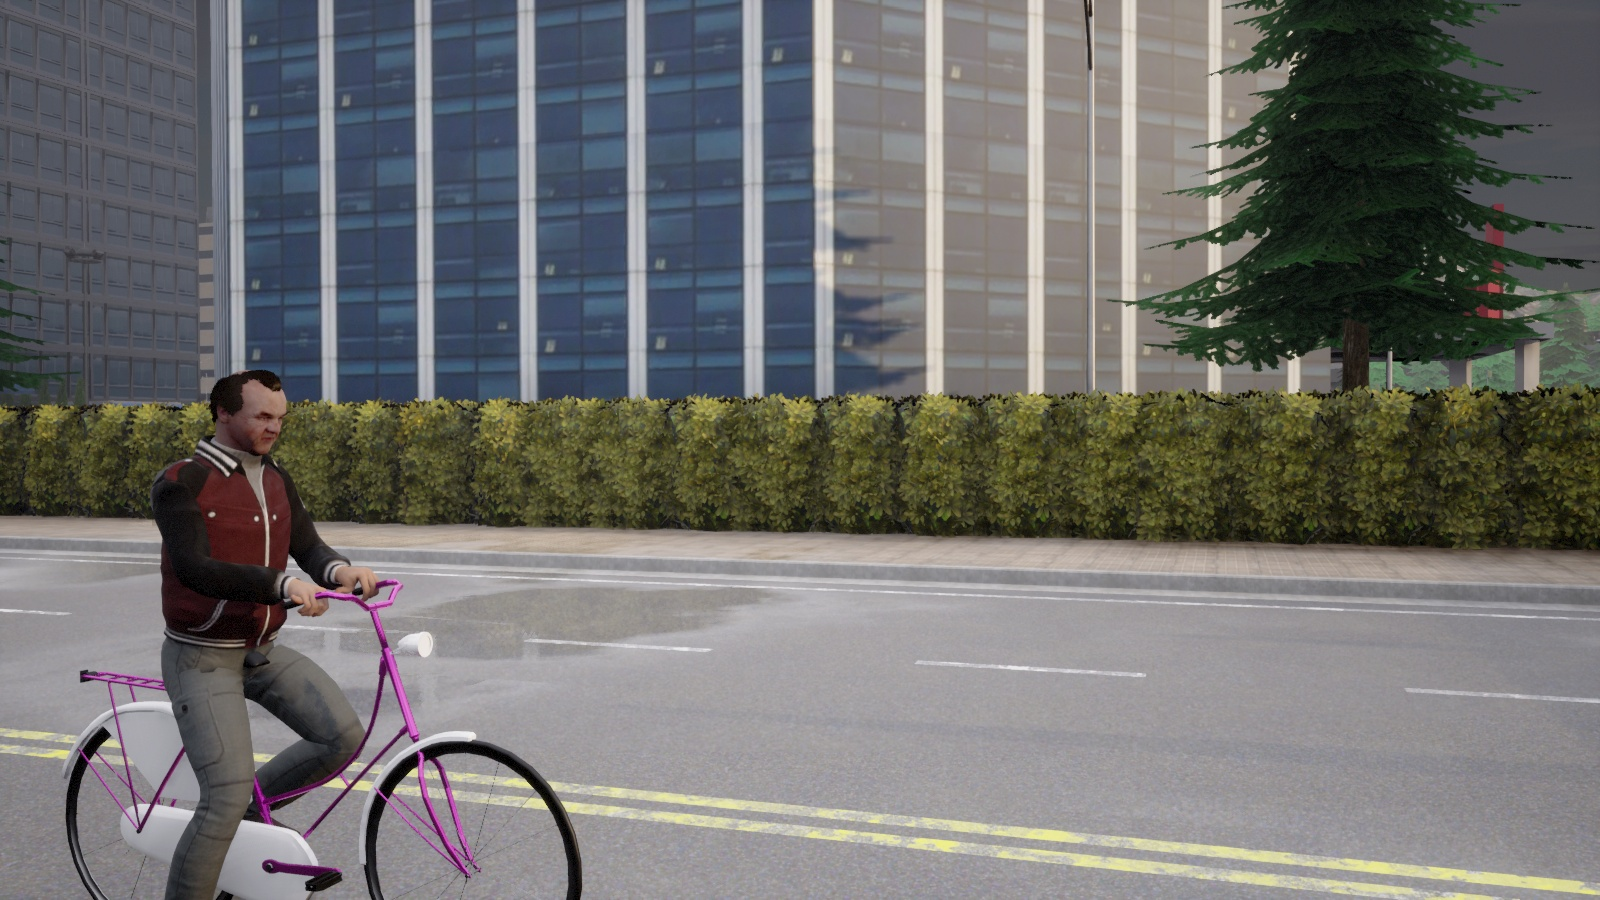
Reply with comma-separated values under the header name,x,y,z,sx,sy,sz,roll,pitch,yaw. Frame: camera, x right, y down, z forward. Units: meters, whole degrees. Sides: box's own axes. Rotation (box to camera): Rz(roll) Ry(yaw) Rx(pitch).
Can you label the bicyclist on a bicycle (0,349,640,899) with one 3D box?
name,x,y,z,sx,sy,sz,roll,pitch,yaw
bicyclist on a bicycle,-1.451,0.633,3.680,1.843,1.776,0.659,0,1,19
